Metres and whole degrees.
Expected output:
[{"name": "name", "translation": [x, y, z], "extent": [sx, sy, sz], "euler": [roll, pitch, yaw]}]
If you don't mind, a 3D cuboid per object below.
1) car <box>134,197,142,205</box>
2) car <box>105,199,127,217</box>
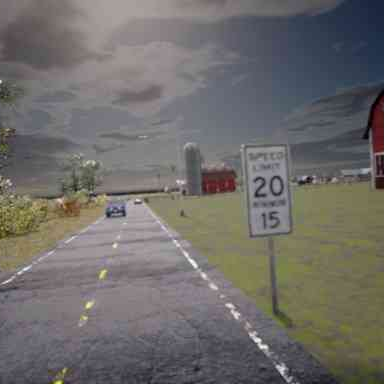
[{"name": "car", "translation": [-14.197, 2.577, 87.680], "extent": [1.994, 1.385, 4.181], "euler": [-4, 0, -9]}, {"name": "car", "translation": [-9.160, 1.850, 40.409], "extent": [2.150, 2.045, 5.566], "euler": [-4, 0, -9]}]
